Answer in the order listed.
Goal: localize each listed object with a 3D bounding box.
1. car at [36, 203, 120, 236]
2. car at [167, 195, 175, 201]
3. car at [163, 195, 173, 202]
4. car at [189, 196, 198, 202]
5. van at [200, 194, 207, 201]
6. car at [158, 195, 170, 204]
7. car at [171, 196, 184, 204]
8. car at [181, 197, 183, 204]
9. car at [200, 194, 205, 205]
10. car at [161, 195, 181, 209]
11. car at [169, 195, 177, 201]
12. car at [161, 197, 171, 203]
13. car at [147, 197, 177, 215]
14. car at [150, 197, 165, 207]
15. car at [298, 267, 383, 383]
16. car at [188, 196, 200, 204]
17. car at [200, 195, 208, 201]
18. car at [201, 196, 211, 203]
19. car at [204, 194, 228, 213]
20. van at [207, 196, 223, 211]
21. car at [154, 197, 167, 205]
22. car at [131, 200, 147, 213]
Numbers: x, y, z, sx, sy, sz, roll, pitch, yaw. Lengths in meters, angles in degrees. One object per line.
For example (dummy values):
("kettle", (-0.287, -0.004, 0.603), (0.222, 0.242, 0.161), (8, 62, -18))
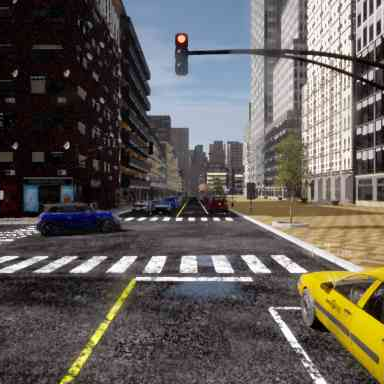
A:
("car", (-6.498, 1.436, 19.217), (4.553, 1.767, 2.097), (-1, 0, -21))
("car", (-5.329, 1.613, 86.000), (1.752, 1.417, 4.829), (0, 0, 0))
("car", (-5.376, 1.507, 75.117), (1.967, 1.590, 4.097), (0, 0, 0))
("car", (0.323, 1.621, 75.777), (1.994, 1.385, 4.181), (0, 0, 0))
("van", (3.074, 1.441, 91.660), (1.690, 1.788, 3.998), (0, 0, 0))
("car", (-5.423, 1.488, 64.064), (1.967, 1.590, 4.097), (0, 0, 0))
("car", (-2.729, 1.540, 63.999), (2.128, 1.511, 4.902), (0, 0, 0))
("car", (-2.841, 1.536, 53.754), (1.837, 1.490, 4.892), (0, 0, 1))
("car", (2.933, 1.354, 58.501), (2.192, 1.841, 5.009), (0, 0, 0))
("car", (-2.901, 1.497, 43.941), (1.882, 1.535, 5.008), (0, 0, 0))
("car", (-5.305, 1.644, 91.696), (1.887, 1.381, 4.507), (0, 0, 0))
("car", (-5.399, 1.639, 69.591), (1.802, 1.307, 4.206), (0, 0, 0))
("car", (-2.953, 1.558, 34.122), (2.033, 1.411, 5.357), (0, 0, 0))
("car", (-5.469, 1.581, 53.010), (2.008, 1.369, 4.403), (0, 0, 0))
("car", (2.703, 1.525, 4.153), (1.752, 1.417, 4.829), (0, 0, 0))
("car", (0.368, 1.550, 63.238), (1.837, 1.490, 4.892), (0, 0, 0))
("car", (3.053, 1.613, 86.304), (1.752, 1.417, 4.829), (0, 0, 0))
("car", (2.981, 1.602, 69.555), (1.887, 1.381, 4.507), (0, 0, 0))
("car", (2.839, 1.327, 36.395), (2.192, 1.841, 5.009), (0, 0, 0))
("van", (2.863, 1.358, 41.921), (1.690, 1.788, 3.998), (0, 0, 0))
("car", (-5.446, 1.584, 58.536), (1.887, 1.381, 4.507), (0, 0, 0))
("car", (-5.539, 1.563, 36.431), (2.008, 1.369, 4.403), (0, 0, 0))
